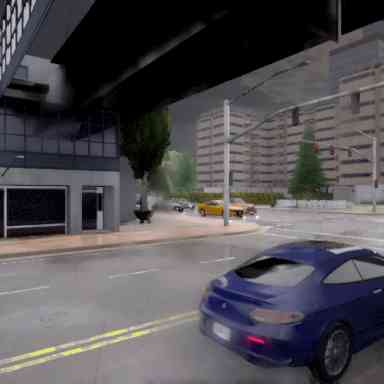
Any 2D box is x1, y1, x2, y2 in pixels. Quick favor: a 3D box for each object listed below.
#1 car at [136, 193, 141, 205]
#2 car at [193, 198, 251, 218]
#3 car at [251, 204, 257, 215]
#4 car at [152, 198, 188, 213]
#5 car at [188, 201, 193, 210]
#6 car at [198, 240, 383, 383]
[{"bbox_3d":[-9.120,1.229,51.798,2.150,2.045,5.566,0,0,-35],"label":"car"},{"bbox_3d":[2.539,1.485,29.618,1.882,1.535,5.008,0,0,-36],"label":"car"},{"bbox_3d":[4.306,1.361,33.145,2.097,1.767,4.553,0,0,-36],"label":"car"},{"bbox_3d":[-2.714,1.571,36.894,1.994,1.385,4.181,0,0,-36],"label":"car"},{"bbox_3d":[-1.571,1.500,41.293,2.128,1.511,4.902,0,0,-36],"label":"car"},{"bbox_3d":[2.242,1.527,5.392,4.674,1.442,1.812,0,0,-35],"label":"car"}]
